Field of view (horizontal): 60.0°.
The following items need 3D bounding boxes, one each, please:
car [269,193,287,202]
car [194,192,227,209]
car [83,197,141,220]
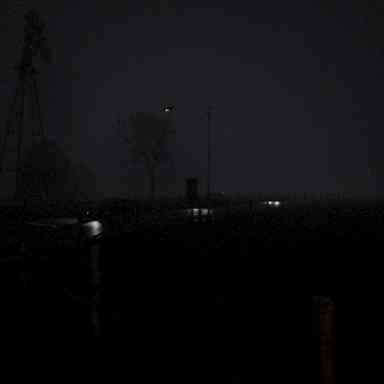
[{"bbox_3d":[13.777,0.826,53.513,1.994,1.385,4.181,1,1,35],"label":"car"},{"bbox_3d":[2.156,0.865,37.258,2.097,1.767,4.553,1,2,35],"label":"car"},{"bbox_3d":[-6.045,1.206,25.688,1.837,1.490,4.892,1,2,35],"label":"car"}]
